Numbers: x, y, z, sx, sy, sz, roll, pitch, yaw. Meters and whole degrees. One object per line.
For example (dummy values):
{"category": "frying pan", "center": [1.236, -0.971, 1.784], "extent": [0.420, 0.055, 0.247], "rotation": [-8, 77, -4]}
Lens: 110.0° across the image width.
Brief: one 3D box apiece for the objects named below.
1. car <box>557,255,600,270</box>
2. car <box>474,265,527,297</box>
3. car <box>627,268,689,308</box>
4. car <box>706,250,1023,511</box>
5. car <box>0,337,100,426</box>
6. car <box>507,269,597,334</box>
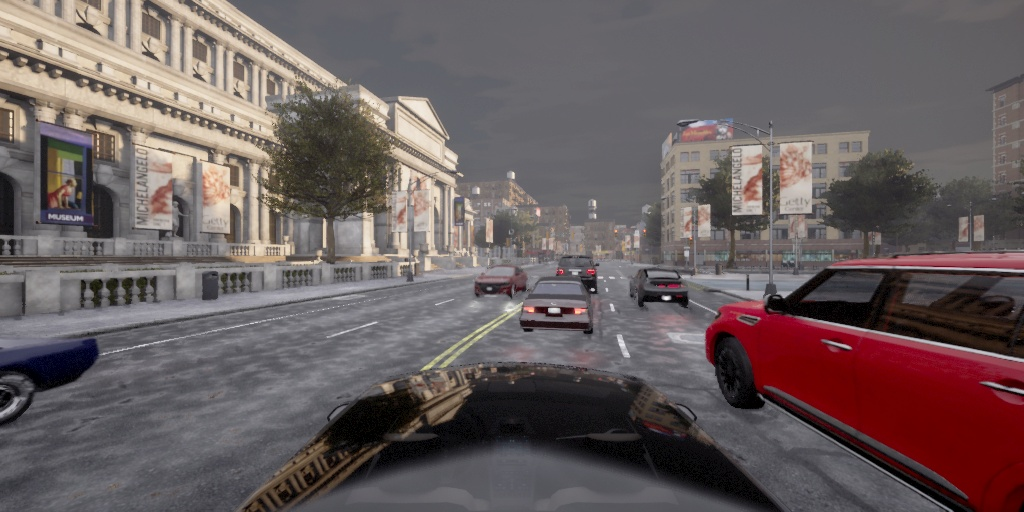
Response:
{"category": "car", "center": [3.801, 0.971, 20.677], "extent": [2.150, 2.045, 5.566], "rotation": [0, 0, 13]}
{"category": "car", "center": [-0.430, 1.227, 18.666], "extent": [1.882, 1.535, 5.008], "rotation": [0, 0, 14]}
{"category": "car", "center": [6.187, 1.256, 15.443], "extent": [1.837, 1.490, 4.892], "rotation": [0, 0, 13]}
{"category": "car", "center": [3.848, 0.974, 2.952], "extent": [2.150, 2.045, 5.566], "rotation": [0, 0, 3]}
{"category": "car", "center": [-6.933, 1.351, 2.864], "extent": [1.895, 1.301, 4.718], "rotation": [0, 0, 3]}
{"category": "car", "center": [1.463, 1.297, 10.700], "extent": [2.033, 1.411, 5.357], "rotation": [0, 0, 11]}
